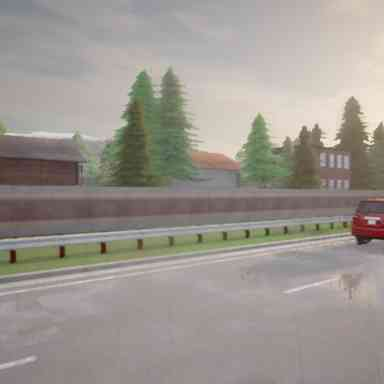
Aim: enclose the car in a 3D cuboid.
[{"bbox_3d":[9.272,1.286,14.669,5.566,2.045,2.150,0,0,-36],"label":"car"}]
